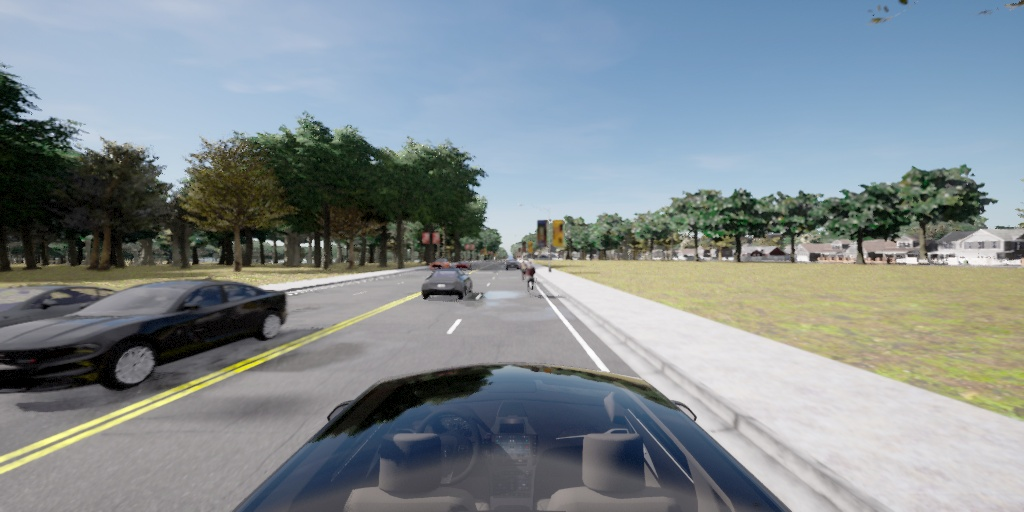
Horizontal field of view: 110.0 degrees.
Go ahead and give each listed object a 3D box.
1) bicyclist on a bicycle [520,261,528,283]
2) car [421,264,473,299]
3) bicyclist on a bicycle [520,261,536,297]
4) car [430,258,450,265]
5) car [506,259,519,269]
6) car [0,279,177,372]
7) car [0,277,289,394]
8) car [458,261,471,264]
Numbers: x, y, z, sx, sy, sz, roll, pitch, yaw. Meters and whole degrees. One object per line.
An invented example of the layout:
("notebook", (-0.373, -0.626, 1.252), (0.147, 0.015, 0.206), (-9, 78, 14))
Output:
("bicyclist on a bicycle", (0.884, 1.187, 26.839), (0.582, 1.620, 1.656), (0, 0, 0))
("car", (-3.156, 1.302, 18.022), (1.994, 1.385, 4.181), (0, 0, 0))
("bicyclist on a bicycle", (0.887, 1.109, 17.627), (0.659, 1.776, 1.843), (0, 0, 0))
("car", (-9.841, 1.079, 49.168), (2.097, 1.767, 4.553), (0, 0, 0))
("car", (0.078, 1.252, 54.297), (1.812, 1.442, 4.674), (0, 0, 0))
("car", (-9.853, 1.308, 7.379), (1.994, 1.385, 4.181), (0, 0, 0))
("car", (-6.603, 1.222, 7.022), (1.882, 1.535, 5.008), (0, 0, 0))
("car", (-6.596, 1.327, 48.769), (1.895, 1.301, 4.718), (0, 0, 0))
